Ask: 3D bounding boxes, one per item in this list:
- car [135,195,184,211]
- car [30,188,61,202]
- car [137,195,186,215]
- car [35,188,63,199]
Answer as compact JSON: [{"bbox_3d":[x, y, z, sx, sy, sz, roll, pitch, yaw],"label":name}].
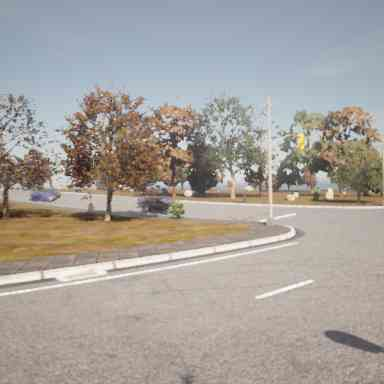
[{"bbox_3d":[-3.565,1.076,35.588,5.357,1.411,2.033,1,2,39],"label":"car"},{"bbox_3d":[-19.906,0.537,44.282,4.674,1.442,1.812,3,3,39],"label":"car"},{"bbox_3d":[-2.653,1.212,30.360,4.674,1.442,1.812,1,2,39],"label":"car"},{"bbox_3d":[-21.624,0.213,50.203,4.892,1.490,1.837,2,3,39],"label":"car"}]
